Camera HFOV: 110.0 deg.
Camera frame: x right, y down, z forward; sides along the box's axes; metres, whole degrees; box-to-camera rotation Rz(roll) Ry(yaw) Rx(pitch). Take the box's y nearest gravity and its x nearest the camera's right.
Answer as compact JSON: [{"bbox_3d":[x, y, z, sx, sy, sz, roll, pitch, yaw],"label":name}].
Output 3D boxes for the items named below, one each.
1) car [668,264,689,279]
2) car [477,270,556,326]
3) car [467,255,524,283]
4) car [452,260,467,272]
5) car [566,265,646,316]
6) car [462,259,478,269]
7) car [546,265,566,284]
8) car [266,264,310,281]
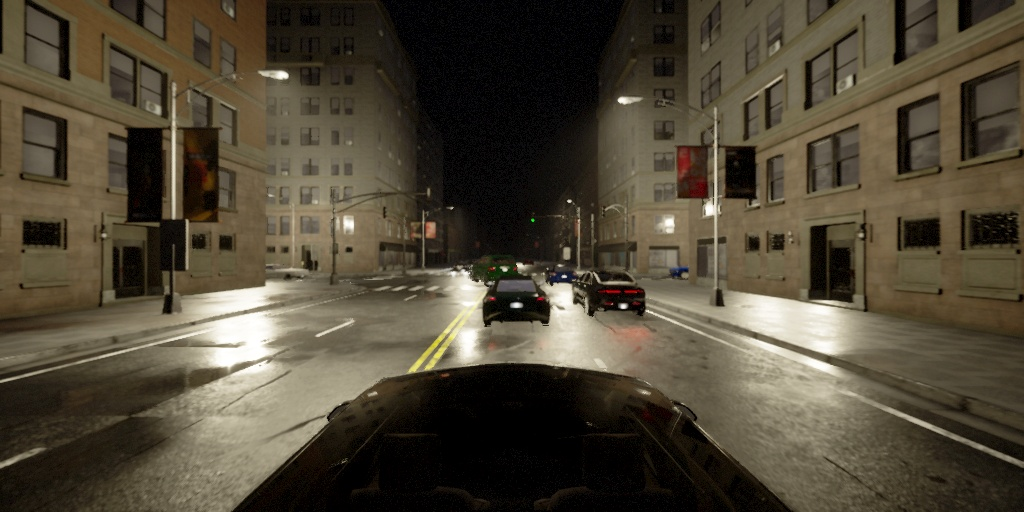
[{"bbox_3d":[16.490,1.266,31.777,5.008,1.535,1.882,0,0,1],"label":"car"},{"bbox_3d":[0.125,1.307,11.687,1.994,1.385,4.181,0,0,0],"label":"car"},{"bbox_3d":[-1.326,0.959,25.176,2.150,2.045,5.566,1,0,-19],"label":"car"},{"bbox_3d":[-6.460,1.257,46.530,1.812,1.442,4.674,0,0,0],"label":"car"},{"bbox_3d":[3.383,1.250,13.284,1.837,1.490,4.892,0,0,0],"label":"car"},{"bbox_3d":[-6.421,1.231,55.541,1.837,1.490,4.892,0,0,1],"label":"car"},{"bbox_3d":[3.399,1.304,25.185,1.994,1.385,4.181,0,0,0],"label":"car"},{"bbox_3d":[-19.099,1.313,29.072,4.718,1.301,1.895,0,0,3],"label":"car"}]
